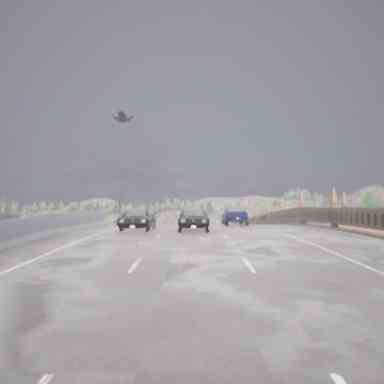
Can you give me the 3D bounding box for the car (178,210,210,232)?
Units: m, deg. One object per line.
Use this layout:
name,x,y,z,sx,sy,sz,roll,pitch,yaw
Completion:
car,0.095,1.799,21.323,1.895,1.301,4.718,0,-2,0

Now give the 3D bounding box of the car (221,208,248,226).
car,3.593,2.081,28.597,1.882,1.535,5.008,0,-4,0

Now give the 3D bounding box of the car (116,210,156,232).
car,-3.405,1.799,21.286,1.895,1.301,4.718,0,-2,0
